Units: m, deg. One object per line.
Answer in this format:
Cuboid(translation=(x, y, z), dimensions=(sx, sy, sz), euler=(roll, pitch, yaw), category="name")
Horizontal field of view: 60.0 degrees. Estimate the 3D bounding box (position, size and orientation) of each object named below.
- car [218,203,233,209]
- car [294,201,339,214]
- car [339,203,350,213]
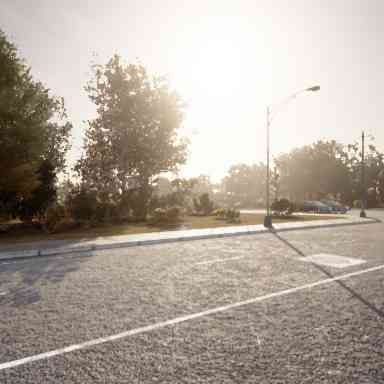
Cuboid(translation=(5.287, 2.736, 58.093), dimensions=(1.837, 1.490, 4.892), euler=(0, -4, -32), category="car")
Cuboid(translation=(13.687, 1.751, 37.999), dimensions=(2.128, 1.511, 4.902), euler=(0, -2, -32), category="car")
Cuboid(translation=(16.508, 1.770, 40.089), dimensions=(2.128, 1.511, 4.902), euler=(0, -2, -32), category="car")
